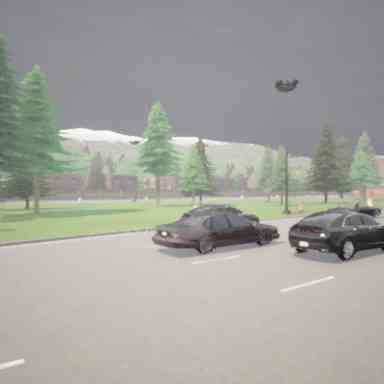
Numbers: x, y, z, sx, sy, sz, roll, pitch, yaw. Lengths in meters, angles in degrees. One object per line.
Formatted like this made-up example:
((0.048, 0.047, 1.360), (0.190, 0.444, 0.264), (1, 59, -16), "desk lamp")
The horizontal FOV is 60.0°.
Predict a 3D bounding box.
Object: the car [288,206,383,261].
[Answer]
((5.555, 1.445, 12.047), (4.892, 1.490, 1.837), (1, 0, -35), "car")

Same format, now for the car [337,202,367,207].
((12.935, 1.472, 26.313), (4.718, 1.301, 1.895), (0, 0, -35), "car")

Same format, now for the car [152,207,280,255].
((1.090, 1.505, 13.194), (5.357, 1.411, 2.033), (0, 0, -35), "car")

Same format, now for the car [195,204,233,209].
((1.670, 1.445, 18.095), (4.892, 1.490, 1.837), (0, 0, -37), "car")
